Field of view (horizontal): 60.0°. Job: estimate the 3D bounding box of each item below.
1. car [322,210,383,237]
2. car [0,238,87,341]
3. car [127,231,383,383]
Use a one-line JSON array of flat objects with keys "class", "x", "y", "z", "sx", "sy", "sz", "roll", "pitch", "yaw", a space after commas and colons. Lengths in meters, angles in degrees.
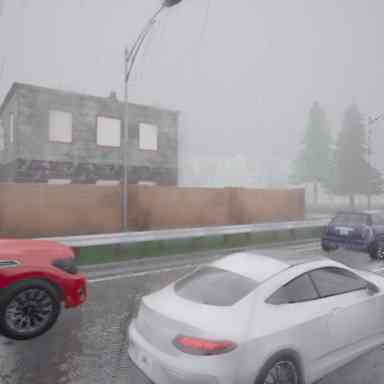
[{"class": "car", "x": 7.184, "y": 1.479, "z": 13.146, "sx": 4.553, "sy": 1.767, "sz": 2.097, "roll": 1, "pitch": 0, "yaw": -35}, {"class": "car", "x": -4.470, "y": 1.209, "z": 4.862, "sx": 5.566, "sy": 2.045, "sz": 2.150, "roll": 1, "pitch": -1, "yaw": -35}, {"class": "car", "x": 1.399, "y": 1.561, "z": 4.738, "sx": 4.674, "sy": 1.442, "sz": 1.812, "roll": 0, "pitch": 0, "yaw": -35}]
